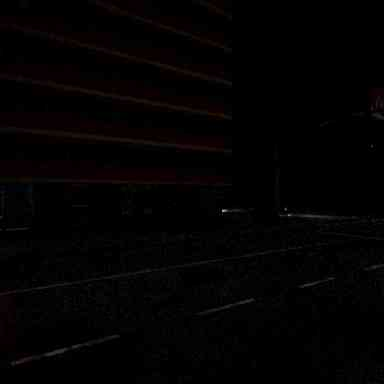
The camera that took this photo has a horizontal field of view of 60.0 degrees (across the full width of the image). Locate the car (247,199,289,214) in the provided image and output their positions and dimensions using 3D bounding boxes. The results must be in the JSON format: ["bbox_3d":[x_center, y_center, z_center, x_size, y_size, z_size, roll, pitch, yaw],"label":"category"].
[{"bbox_3d":[8.037,1.491,35.549,2.128,1.511,4.902,0,0,-36],"label":"car"}]
